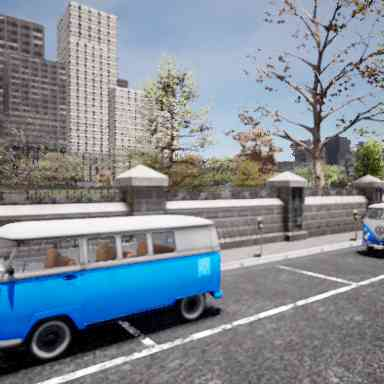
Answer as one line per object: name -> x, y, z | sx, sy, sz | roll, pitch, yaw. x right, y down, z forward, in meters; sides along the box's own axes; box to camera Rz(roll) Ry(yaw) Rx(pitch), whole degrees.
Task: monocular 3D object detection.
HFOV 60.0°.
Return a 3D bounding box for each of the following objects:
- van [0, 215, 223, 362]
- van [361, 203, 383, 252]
van -> -1.349, 1.331, 5.597 | 3.998, 1.788, 1.690 | 0, 0, -36
van -> 7.817, 1.274, 12.139 | 3.998, 1.788, 1.690 | 0, 0, -36
